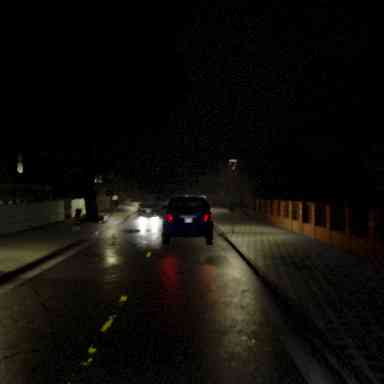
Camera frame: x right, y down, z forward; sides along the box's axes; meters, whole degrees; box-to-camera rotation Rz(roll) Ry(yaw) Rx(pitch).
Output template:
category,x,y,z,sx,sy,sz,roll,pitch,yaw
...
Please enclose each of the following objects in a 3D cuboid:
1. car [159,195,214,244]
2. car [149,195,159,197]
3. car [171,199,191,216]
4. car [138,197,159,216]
category,x,y,z,sx,sy,sz,roll,pitch,yaw
car,-0.229,1.217,15.859,2.150,2.045,5.566,0,0,-2
car,-8.564,1.488,72.807,2.128,1.511,4.902,0,0,-9
car,-1.210,1.477,33.720,1.882,1.535,5.008,0,0,-4
car,-4.040,1.494,32.024,2.128,1.511,4.902,0,0,-4
